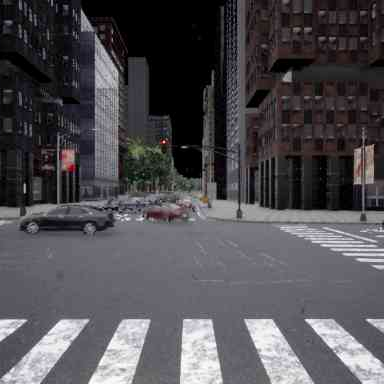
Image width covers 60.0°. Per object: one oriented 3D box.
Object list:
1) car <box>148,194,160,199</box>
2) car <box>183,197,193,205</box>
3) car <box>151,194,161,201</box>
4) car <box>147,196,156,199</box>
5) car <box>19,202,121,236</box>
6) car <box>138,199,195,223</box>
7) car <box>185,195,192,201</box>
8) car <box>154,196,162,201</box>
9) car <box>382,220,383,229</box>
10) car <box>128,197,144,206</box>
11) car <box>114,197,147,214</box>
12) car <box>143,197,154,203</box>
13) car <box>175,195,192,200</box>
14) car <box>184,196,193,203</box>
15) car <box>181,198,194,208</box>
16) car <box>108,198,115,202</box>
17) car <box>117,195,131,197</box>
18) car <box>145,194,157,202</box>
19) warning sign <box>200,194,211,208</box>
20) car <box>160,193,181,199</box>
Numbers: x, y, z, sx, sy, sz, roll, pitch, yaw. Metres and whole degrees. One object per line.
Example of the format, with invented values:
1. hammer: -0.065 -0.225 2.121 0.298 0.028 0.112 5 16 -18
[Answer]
1. car: -6.530 1.551 55.597 1.837 1.490 4.892 0 0 0
2. car: -0.715 1.603 60.718 1.887 1.381 4.507 0 0 0
3. car: -9.401 1.449 87.805 2.192 1.841 5.009 0 0 0
4. car: -6.490 1.587 45.404 1.994 1.385 4.181 0 0 -1
5. car: -6.526 1.436 17.604 4.892 1.490 1.837 1 0 0
6. car: -1.955 1.508 25.543 1.812 1.442 4.674 -1 1 -39
7. car: -0.876 1.574 87.843 1.967 1.590 4.097 0 0 0
8. car: -9.432 1.696 93.230 1.887 1.381 4.507 0 0 0
9. car: 13.288 1.436 17.715 5.566 2.045 2.150 1 0 0
10. car: -9.206 1.570 55.079 1.752 1.417 4.829 0 0 0
11. car: -6.434 1.548 35.450 2.033 1.411 5.357 0 0 -1
12. car: -9.304 1.669 71.527 1.802 1.307 4.206 0 0 0
13. car: -0.586 1.448 39.019 1.967 1.590 4.097 0 0 0
14. car: -0.780 1.613 71.738 1.752 1.417 4.829 0 0 0
15. car: -0.650 1.615 49.868 1.802 1.307 4.206 0 0 0
16. car: -9.111 1.574 38.971 1.947 1.339 4.313 0 0 0
17. car: -9.144 1.335 44.397 2.192 1.841 5.009 0 0 0
18. car: -9.337 1.417 76.953 2.192 1.841 5.009 0 0 0
19. warning sign: 1.703 1.132 42.703 1.300 1.860 1.060 0 0 0
20. car: -3.319 1.257 51.491 2.150 2.045 5.566 0 0 0
